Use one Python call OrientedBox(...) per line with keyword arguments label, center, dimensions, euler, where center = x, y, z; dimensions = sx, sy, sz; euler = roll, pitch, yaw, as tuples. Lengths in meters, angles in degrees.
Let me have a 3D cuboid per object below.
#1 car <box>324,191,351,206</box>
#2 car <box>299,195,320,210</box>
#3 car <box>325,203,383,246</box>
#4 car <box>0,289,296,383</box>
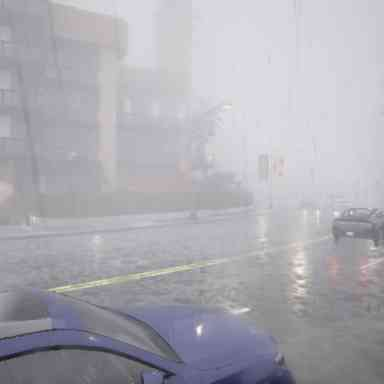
OrientedBox(label="car", center=(18.555, 1.185, 42.563), dimensions=(2.150, 2.045, 5.566), euler=(0, 0, 9))
OrientedBox(label="car", center=(15.013, 1.503, 42.757), dimensions=(1.812, 1.442, 4.674), euler=(0, 0, 10))
OrientedBox(label="car", center=(8.101, 1.486, 15.457), dimensions=(2.128, 1.511, 4.902), euler=(0, 0, 42))
OrientedBox(label="car", center=(-1.219, 1.523, 2.441), dimensions=(4.674, 1.442, 1.812), euler=(0, 0, -37))
